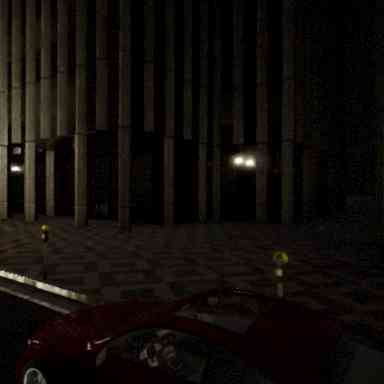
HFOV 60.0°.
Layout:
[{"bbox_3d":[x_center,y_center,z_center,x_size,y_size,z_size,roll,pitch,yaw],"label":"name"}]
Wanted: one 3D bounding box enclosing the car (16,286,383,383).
[{"bbox_3d":[0.134,1.572,2.986,4.206,1.307,1.802,0,0,36],"label":"car"}]
